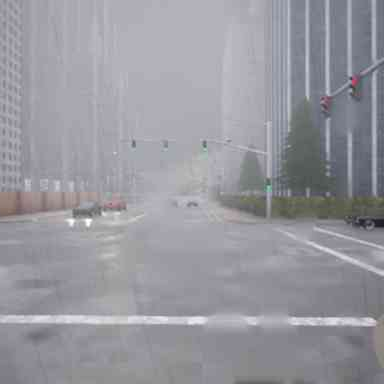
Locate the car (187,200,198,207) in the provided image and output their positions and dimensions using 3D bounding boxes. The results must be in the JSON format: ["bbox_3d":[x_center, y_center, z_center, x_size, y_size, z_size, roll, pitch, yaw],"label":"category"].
[{"bbox_3d":[0.066,1.985,57.972,1.895,1.301,4.718,0,0,0],"label":"car"}]

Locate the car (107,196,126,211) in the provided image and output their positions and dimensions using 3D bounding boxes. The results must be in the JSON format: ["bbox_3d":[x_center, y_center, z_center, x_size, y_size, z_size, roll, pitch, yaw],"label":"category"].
[{"bbox_3d":[-10.536,1.521,45.556,2.150,2.045,5.566,0,0,0],"label":"car"}]

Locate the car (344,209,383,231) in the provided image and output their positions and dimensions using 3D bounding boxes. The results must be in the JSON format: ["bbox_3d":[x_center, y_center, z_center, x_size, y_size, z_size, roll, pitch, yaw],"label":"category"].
[{"bbox_3d":[12.153,1.684,20.763,4.718,1.301,1.895,0,0,0],"label":"car"}]

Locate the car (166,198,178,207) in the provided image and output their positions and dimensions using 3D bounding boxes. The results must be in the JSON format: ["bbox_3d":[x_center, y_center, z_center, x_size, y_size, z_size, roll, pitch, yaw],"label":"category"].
[{"bbox_3d":[-3.434,1.889,57.947,1.837,1.490,4.892,0,0,0],"label":"car"}]

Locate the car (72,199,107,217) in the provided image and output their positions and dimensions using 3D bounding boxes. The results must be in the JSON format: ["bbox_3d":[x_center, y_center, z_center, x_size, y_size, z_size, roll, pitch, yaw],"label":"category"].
[{"bbox_3d":[-10.561,1.702,33.883,1.882,1.535,5.008,0,0,0],"label":"car"}]
